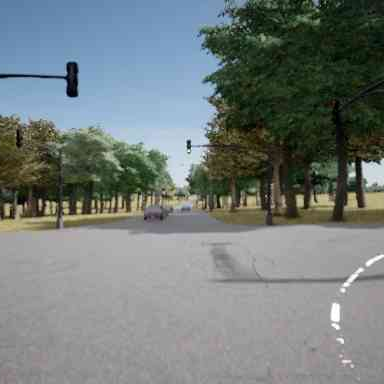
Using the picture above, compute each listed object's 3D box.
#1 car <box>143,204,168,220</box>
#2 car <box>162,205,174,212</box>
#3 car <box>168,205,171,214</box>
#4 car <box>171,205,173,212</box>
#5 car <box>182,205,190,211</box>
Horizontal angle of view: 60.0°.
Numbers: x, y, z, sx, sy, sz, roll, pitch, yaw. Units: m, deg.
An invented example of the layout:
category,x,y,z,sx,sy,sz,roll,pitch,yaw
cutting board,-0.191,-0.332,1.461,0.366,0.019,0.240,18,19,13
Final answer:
category,x,y,z,sx,sy,sz,roll,pitch,yaw
car,-4.155,2.196,37.438,2.097,1.767,4.553,0,-2,0
car,-4.677,3.266,66.244,2.128,1.511,4.902,0,-2,-1
car,-4.315,2.711,46.434,1.895,1.301,4.718,0,-2,-1
car,-4.528,2.960,56.238,2.033,1.411,5.357,0,-2,-1
car,-1.438,3.859,78.632,1.994,1.385,4.181,0,-3,-1
